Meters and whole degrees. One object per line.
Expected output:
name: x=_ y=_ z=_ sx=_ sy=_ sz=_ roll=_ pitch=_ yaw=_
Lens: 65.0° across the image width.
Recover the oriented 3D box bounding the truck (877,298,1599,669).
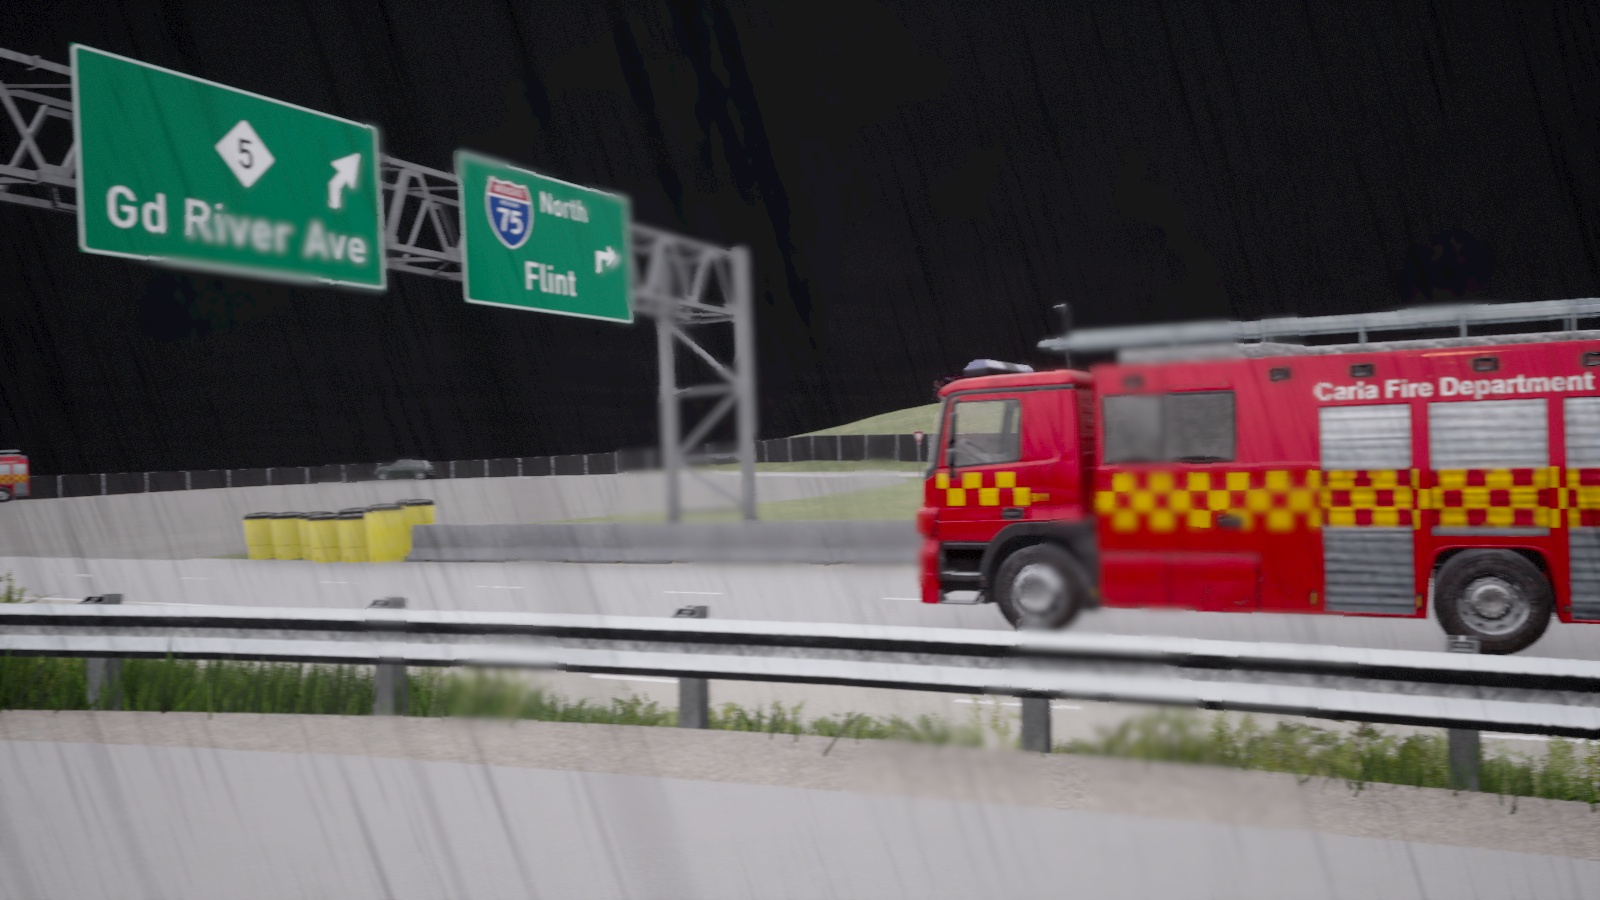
truck: x=5.484 y=0.410 z=15.960 sx=8.468 sy=3.827 sz=2.891 roll=-1 pitch=0 yaw=27
